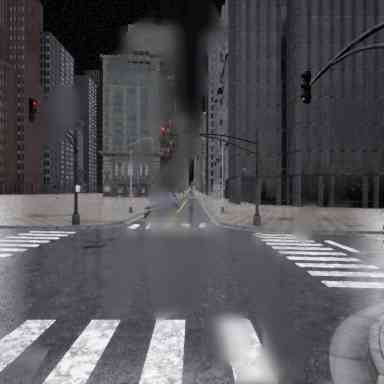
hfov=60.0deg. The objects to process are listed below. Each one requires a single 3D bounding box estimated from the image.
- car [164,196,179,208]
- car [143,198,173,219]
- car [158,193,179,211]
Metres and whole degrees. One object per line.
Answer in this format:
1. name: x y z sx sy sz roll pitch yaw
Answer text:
1. car: -3.100 1.475 50.548 1.882 1.535 5.008 0 0 0
2. car: -3.107 1.546 29.850 2.033 1.411 5.357 0 0 0
3. car: -3.107 1.219 40.102 2.150 2.045 5.566 0 0 0
